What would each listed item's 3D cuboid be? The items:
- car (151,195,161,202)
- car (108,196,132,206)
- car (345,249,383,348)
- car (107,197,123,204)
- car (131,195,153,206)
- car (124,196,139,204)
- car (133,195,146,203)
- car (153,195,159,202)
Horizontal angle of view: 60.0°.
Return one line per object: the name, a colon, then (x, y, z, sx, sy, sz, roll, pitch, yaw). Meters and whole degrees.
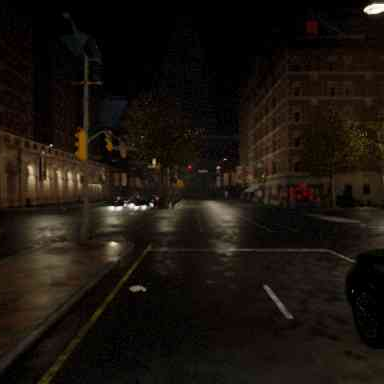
car: (-7.993, 1.475, 74.375, 1.882, 1.535, 5.008, 0, 0, 0)
car: (-11.515, 1.489, 53.477, 2.128, 1.511, 4.902, 0, 0, 0)
car: (3.602, 1.222, 3.127, 2.150, 2.045, 5.566, 0, 0, 0)
car: (-14.743, 1.592, 64.029, 1.895, 1.301, 4.718, 0, 0, 0)
car: (-8.014, 1.562, 53.849, 1.994, 1.385, 4.181, 0, 0, 0)
car: (-11.494, 1.489, 63.469, 2.128, 1.511, 4.902, 0, 0, 0)
car: (-11.493, 1.522, 73.545, 2.128, 1.511, 4.902, 0, 0, 0)
car: (-7.994, 1.502, 64.033, 1.837, 1.490, 4.892, 0, 0, 0)
